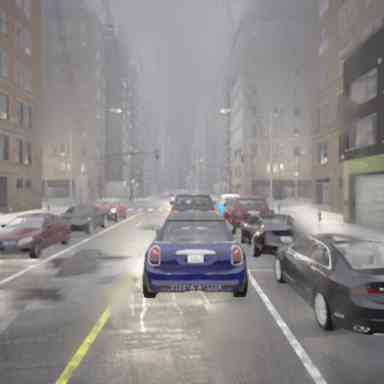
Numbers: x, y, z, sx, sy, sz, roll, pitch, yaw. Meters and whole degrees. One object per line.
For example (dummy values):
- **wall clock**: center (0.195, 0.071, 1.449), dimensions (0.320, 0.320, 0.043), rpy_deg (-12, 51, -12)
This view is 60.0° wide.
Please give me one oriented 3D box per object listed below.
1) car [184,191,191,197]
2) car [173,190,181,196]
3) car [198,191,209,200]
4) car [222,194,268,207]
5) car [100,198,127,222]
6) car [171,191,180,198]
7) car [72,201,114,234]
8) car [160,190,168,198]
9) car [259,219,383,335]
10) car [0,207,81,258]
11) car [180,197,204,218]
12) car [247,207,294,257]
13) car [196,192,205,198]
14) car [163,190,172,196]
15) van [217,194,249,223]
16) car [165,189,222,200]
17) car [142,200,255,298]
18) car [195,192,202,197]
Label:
- **car**: center (-1.199, 0.545, 92.199), dimensions (1.994, 1.385, 4.181), rpy_deg (0, 0, -1)
- **car**: center (-4.271, 0.248, 94.906), dimensions (2.097, 1.767, 4.553), rpy_deg (0, 0, -1)
- **car**: center (2.313, 0.690, 66.968), dimensions (1.967, 1.590, 4.097), rpy_deg (0, 1, -1)
- **car**: center (2.795, 1.111, 17.558), dimensions (2.192, 1.841, 5.009), rpy_deg (0, 1, 0)
- **car**: center (-5.754, 1.170, 23.043), dimensions (1.967, 1.590, 4.097), rpy_deg (0, 1, 0)
- **car**: center (-3.867, 0.644, 79.302), dimensions (2.128, 1.511, 4.902), rpy_deg (0, 1, -1)
- **car**: center (-5.732, 1.360, 17.520), dimensions (1.947, 1.339, 4.313), rpy_deg (0, 1, 0)
- **car**: center (-6.503, 0.571, 78.062), dimensions (1.967, 1.590, 4.097), rpy_deg (0, 1, -1)
- **car**: center (2.838, 1.474, 6.514), dimensions (2.008, 1.369, 4.403), rpy_deg (0, 1, 0)
- **car**: center (-5.710, 1.440, 11.996), dimensions (1.802, 1.307, 4.206), rpy_deg (0, 1, 0)
- **car**: center (-0.007, 1.209, 27.236), dimensions (1.812, 1.442, 4.674), rpy_deg (0, 1, -1)
- **car**: center (2.816, 1.426, 12.037), dimensions (1.947, 1.339, 4.313), rpy_deg (0, 1, 0)
- **car**: center (2.020, 0.713, 78.276), dimensions (1.802, 1.307, 4.206), rpy_deg (0, 1, -1)
- **car**: center (-6.944, 0.285, 95.019), dimensions (2.192, 1.841, 5.009), rpy_deg (0, 0, -1)
- **van**: center (2.773, 1.073, 23.081), dimensions (1.690, 1.788, 3.998), rpy_deg (0, 1, 0)
- **car**: center (0.037, 1.027, 16.668), dimensions (2.150, 2.045, 5.566), rpy_deg (0, 1, 0)
- **car**: center (0.029, 1.253, 8.410), dimensions (2.097, 1.767, 4.553), rpy_deg (0, 1, -1)
- **car**: center (1.726, 0.600, 89.577), dimensions (1.802, 1.307, 4.206), rpy_deg (0, 0, -1)
